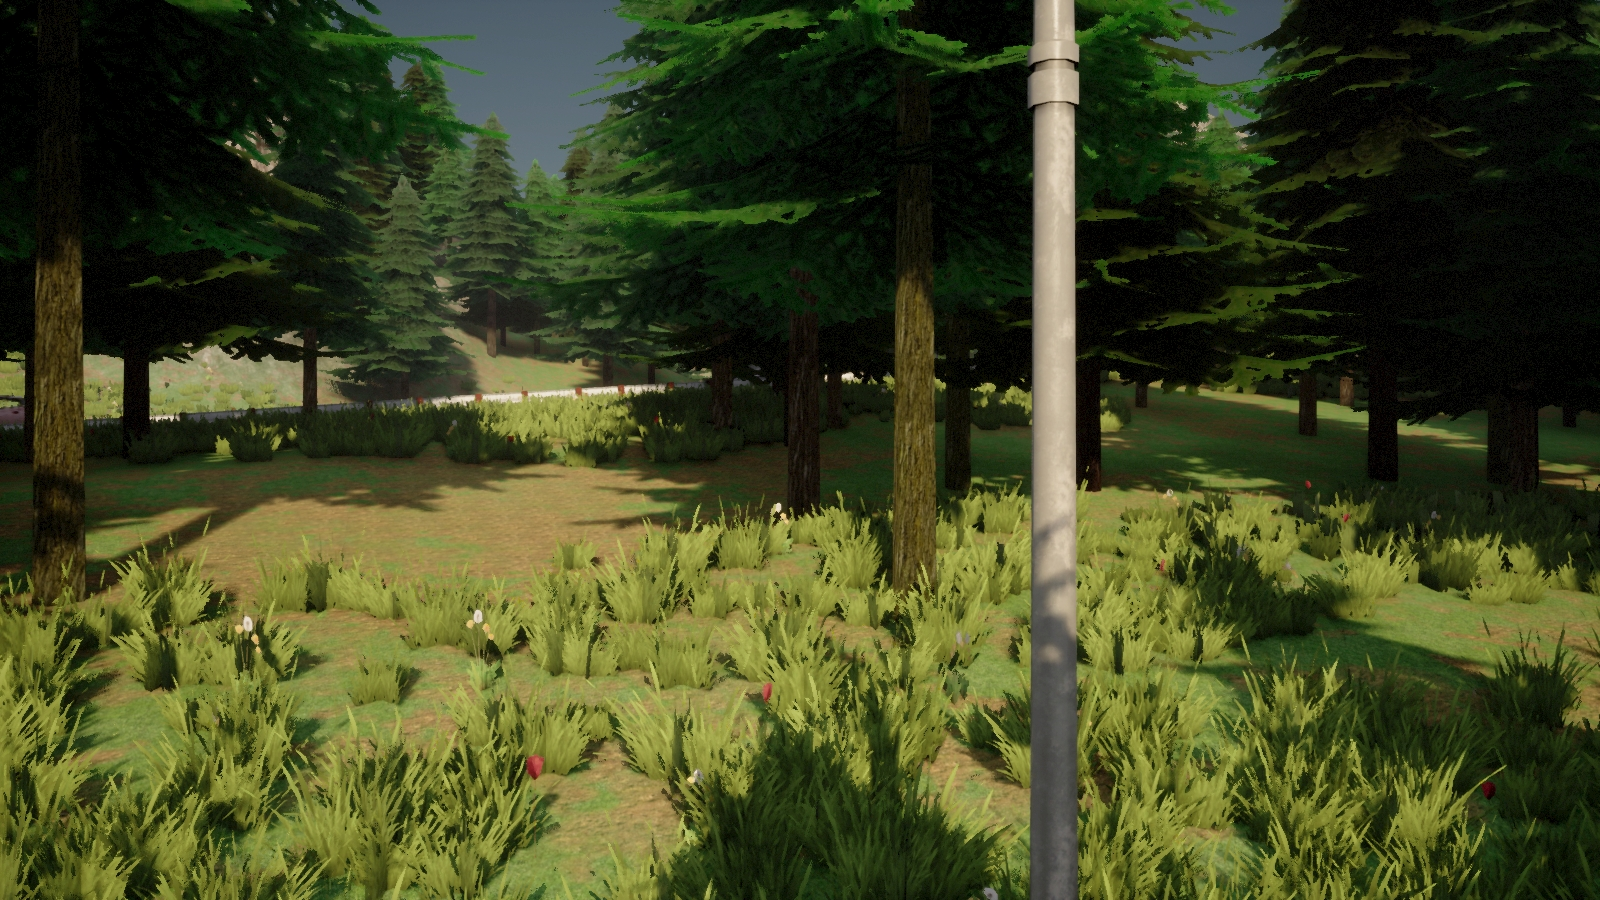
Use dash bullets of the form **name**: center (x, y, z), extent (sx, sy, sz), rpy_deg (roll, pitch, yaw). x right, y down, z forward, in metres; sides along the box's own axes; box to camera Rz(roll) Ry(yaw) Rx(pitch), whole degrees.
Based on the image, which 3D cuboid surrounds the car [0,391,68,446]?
- **car**: center (-24.303, -0.825, 33.591), extent (4.514, 1.525, 2.007), rpy_deg (-5, 3, -35)
